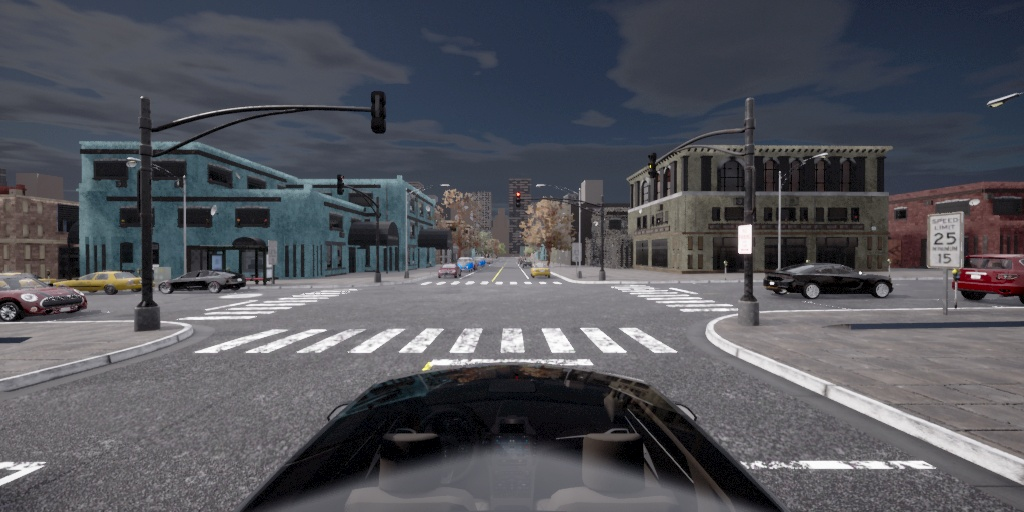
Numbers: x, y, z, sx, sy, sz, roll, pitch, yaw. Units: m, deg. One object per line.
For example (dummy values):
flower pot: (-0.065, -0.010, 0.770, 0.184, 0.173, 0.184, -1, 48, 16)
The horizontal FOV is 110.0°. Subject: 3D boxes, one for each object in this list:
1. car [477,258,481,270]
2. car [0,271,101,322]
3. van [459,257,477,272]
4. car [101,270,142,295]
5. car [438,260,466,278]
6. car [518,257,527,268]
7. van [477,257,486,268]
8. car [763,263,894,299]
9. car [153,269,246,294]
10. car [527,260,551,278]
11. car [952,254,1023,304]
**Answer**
car: (-5.778, 1.286, 50.093, 1.888, 1.381, 4.507, 0, 0, 0)
car: (-18.090, 1.423, 12.897, 4.097, 1.591, 1.967, 0, 0, -1)
van: (-5.767, 1.083, 44.546, 1.690, 1.789, 3.998, 0, 0, 0)
car: (-24.048, 1.501, 21.128, 4.829, 1.417, 1.751, 0, 0, -1)
car: (-5.746, 1.326, 33.454, 1.802, 1.307, 4.207, 0, 0, 0)
car: (2.582, 1.289, 61.201, 2.007, 1.370, 4.403, 0, 0, 0)
van: (-5.799, 1.079, 61.185, 1.690, 1.789, 3.998, 0, 0, 0)
car: (14.179, 1.050, 16.187, 5.008, 1.535, 1.882, -1, 1, -1)
car: (-18.225, 1.474, 21.244, 4.313, 1.339, 1.948, 0, 0, -1)
car: (2.634, 1.270, 33.639, 1.751, 1.417, 4.829, 0, 0, 0)
car: (19.926, 0.842, 13.617, 5.009, 1.841, 2.192, 0, 0, -1)
